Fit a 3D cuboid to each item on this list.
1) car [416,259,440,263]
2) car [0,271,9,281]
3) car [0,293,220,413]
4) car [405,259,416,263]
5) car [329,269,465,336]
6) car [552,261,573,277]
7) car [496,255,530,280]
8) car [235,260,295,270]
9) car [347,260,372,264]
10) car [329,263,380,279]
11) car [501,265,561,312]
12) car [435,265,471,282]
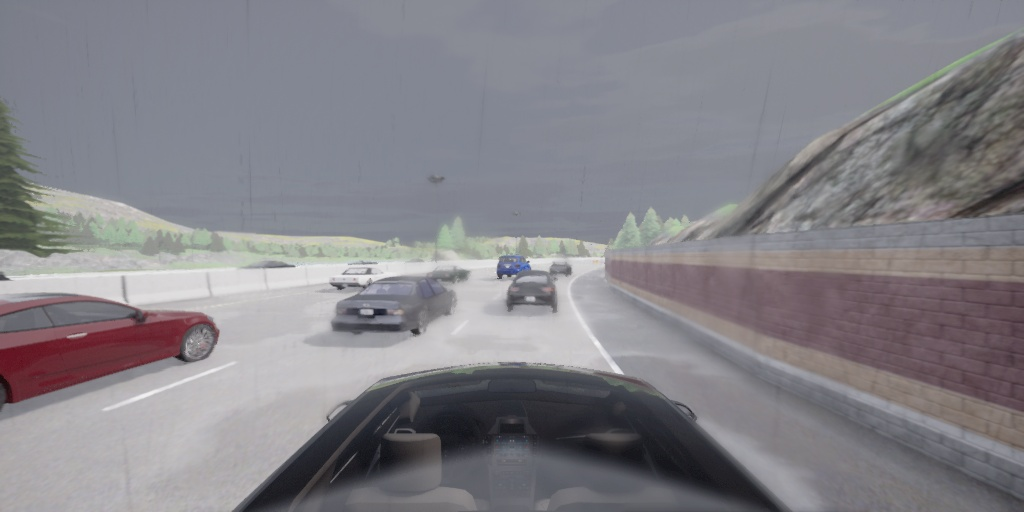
[{"bbox_3d":[-11.891,1.315,53.504,1.895,1.301,4.718,0,0,17],"label":"car"},{"bbox_3d":[-27.203,1.168,16.513,1.837,1.490,4.892,0,0,6],"label":"car"},{"bbox_3d":[-6.764,1.254,5.167,1.812,1.442,4.674,0,0,2],"label":"car"},{"bbox_3d":[-16.623,1.220,61.970,1.837,1.490,4.892,0,0,17],"label":"car"},{"bbox_3d":[-3.021,1.288,10.418,2.033,1.411,5.357,0,0,4],"label":"car"},{"bbox_3d":[4.962,1.259,35.842,2.128,1.511,4.902,0,0,15],"label":"car"},{"bbox_3d":[0.231,0.974,31.577,2.150,2.045,5.566,0,0,13],"label":"car"},{"bbox_3d":[-21.454,1.160,31.322,1.882,1.535,5.008,0,0,12],"label":"car"},{"bbox_3d":[-22.705,1.280,54.130,1.895,1.301,4.718,0,0,17],"label":"car"},{"bbox_3d":[-8.775,1.324,21.719,1.895,1.301,4.718,0,0,8],"label":"car"},{"bbox_3d":[0.861,1.279,14.247,1.812,1.442,4.674,0,0,6],"label":"car"},{"bbox_3d":[-4.477,1.338,26.169,1.895,1.301,4.718,0,0,10],"label":"car"}]
